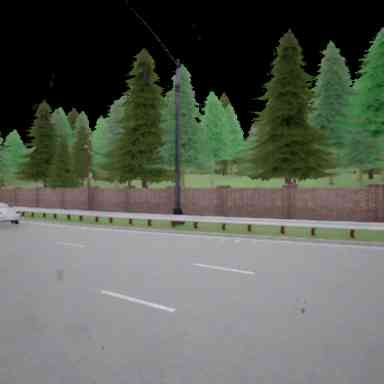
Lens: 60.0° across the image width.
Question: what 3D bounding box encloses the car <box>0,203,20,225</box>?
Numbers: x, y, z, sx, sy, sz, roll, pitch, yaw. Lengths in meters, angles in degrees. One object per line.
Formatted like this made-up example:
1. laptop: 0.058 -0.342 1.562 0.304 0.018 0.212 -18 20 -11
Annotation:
1. car: -13.165 1.437 21.965 4.674 1.442 1.812 0 0 35
